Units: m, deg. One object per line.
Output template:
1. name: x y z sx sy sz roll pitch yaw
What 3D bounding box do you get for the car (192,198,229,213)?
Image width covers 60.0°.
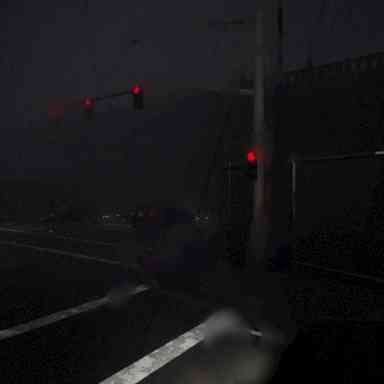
1. car: 2.332 1.547 39.822 2.128 1.511 4.902 0 0 35

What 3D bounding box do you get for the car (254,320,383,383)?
1. car: 3.007 1.547 1.823 5.357 1.411 2.033 0 0 36

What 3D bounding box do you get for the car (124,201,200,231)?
1. car: -1.819 1.407 21.593 2.097 1.767 4.553 0 0 36

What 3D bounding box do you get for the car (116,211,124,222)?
1. car: -3.334 1.603 25.811 2.033 1.411 5.357 0 0 35

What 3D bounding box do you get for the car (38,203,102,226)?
1. car: -8.737 1.581 24.284 1.812 1.442 4.674 0 0 37

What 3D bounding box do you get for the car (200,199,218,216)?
1. car: 2.501 1.603 34.021 2.033 1.411 5.357 0 0 35

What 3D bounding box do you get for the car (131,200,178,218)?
1. car: -3.447 1.581 31.684 1.812 1.442 4.674 0 0 36
